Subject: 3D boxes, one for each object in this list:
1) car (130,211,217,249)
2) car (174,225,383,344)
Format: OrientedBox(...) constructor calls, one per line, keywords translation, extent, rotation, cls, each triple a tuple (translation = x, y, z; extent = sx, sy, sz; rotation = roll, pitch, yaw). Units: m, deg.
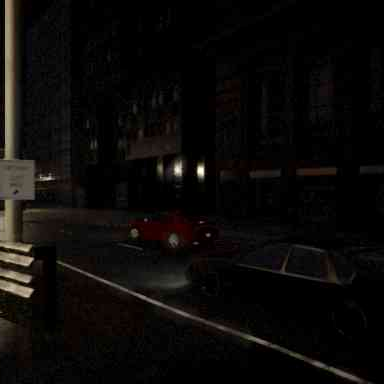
OrientedBox(translation=(-0.994, 1.613, 15.390), extent=(1.882, 1.535, 5.008), rotation=(0, 0, -42), cls="car")
OrientedBox(translation=(2.168, 1.630, 6.651), extent=(2.033, 1.411, 5.357), rotation=(0, -1, -42), cls="car")
